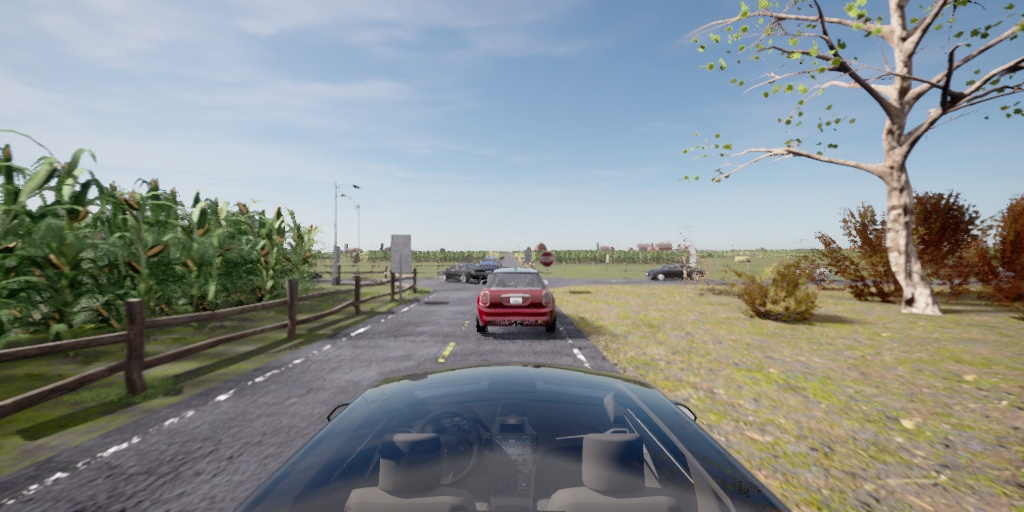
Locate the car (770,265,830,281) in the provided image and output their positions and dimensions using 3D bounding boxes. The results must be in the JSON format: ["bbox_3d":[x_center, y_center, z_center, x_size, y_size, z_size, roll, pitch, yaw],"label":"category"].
[{"bbox_3d":[25.676,1.494,32.074,4.674,1.442,1.812,0,0,0],"label":"car"}]

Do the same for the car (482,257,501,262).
[{"bbox_3d":[-2.874,1.164,45.714,2.150,2.045,5.566,0,0,1],"label":"car"}]

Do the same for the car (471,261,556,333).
[{"bbox_3d":[0.099,1.151,11.099,2.097,1.767,4.553,0,0,0],"label":"car"}]

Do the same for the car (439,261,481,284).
[{"bbox_3d":[-4.029,1.385,28.993,1.837,1.490,4.892,3,-2,-44],"label":"car"}]

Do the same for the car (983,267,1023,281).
[{"bbox_3d":[45.289,1.570,32.060,5.357,1.411,2.033,0,0,0],"label":"car"}]

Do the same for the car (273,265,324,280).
[{"bbox_3d":[-17.623,1.399,29.015,4.181,1.385,1.994,0,0,0],"label":"car"}]

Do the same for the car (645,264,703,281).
[{"bbox_3d":[14.417,1.440,32.048,4.892,1.490,1.837,0,0,0],"label":"car"}]

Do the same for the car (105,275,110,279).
[{"bbox_3d":[-29.618,1.344,28.987,5.357,1.411,2.033,0,0,0],"label":"car"}]
